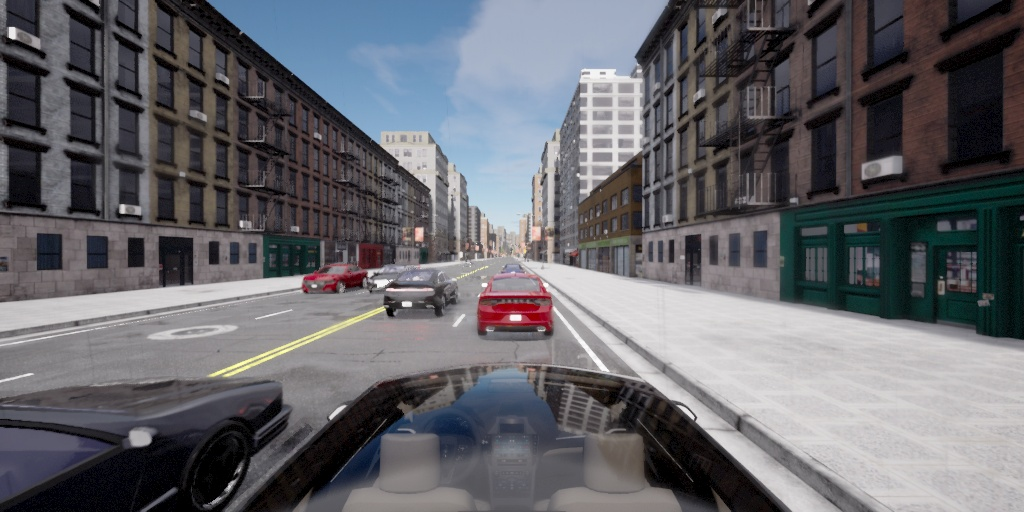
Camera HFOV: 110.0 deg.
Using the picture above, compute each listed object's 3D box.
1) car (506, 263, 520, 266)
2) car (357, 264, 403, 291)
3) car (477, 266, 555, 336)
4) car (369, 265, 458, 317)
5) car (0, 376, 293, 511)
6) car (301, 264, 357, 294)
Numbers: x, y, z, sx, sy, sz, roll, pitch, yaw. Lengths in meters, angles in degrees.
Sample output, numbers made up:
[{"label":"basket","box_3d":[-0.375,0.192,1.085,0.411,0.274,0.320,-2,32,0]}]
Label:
[{"label":"car","box_3d":[0.082,1.319,30.814,1.994,1.385,4.181,0,0,0]},{"label":"car","box_3d":[-6.614,1.243,20.475,2.128,1.511,4.902,0,0,0]},{"label":"car","box_3d":[0.093,1.227,10.475,1.882,1.535,5.008,0,0,0]},{"label":"car","box_3d":[-3.160,1.241,13.216,2.128,1.511,4.902,0,0,0]},{"label":"car","box_3d":[-3.147,1.298,1.131,2.033,1.411,5.357,0,0,0]},{"label":"car","box_3d":[-9.862,1.229,20.378,1.882,1.535,5.008,0,0,0]}]
